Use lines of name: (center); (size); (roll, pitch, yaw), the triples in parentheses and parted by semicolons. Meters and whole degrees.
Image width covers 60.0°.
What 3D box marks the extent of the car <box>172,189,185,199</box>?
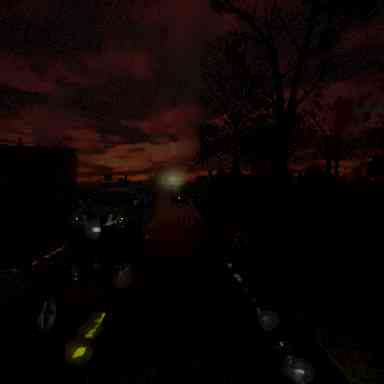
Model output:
car: (-2.049, 0.269, 50.424); (1.812, 1.442, 4.674); (0, 1, -3)

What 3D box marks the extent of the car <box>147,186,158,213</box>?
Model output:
car: (-3.960, 0.555, 27.184); (2.150, 2.045, 5.566); (0, 2, -2)

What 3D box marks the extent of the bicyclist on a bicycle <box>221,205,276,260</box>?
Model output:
bicyclist on a bicycle: (1.683, 1.202, 9.831); (1.656, 1.620, 0.582); (0, 1, -2)

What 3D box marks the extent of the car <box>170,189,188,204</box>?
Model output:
car: (-1.534, 0.594, 39.001); (1.994, 1.385, 4.181); (0, 1, -3)

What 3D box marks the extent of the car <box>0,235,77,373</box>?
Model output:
car: (-2.958, 1.523, 3.523); (1.895, 1.301, 4.718); (0, 1, -2)

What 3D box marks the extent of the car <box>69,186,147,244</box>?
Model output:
car: (-3.407, 0.878, 14.228); (2.150, 2.045, 5.566); (0, 2, -2)
